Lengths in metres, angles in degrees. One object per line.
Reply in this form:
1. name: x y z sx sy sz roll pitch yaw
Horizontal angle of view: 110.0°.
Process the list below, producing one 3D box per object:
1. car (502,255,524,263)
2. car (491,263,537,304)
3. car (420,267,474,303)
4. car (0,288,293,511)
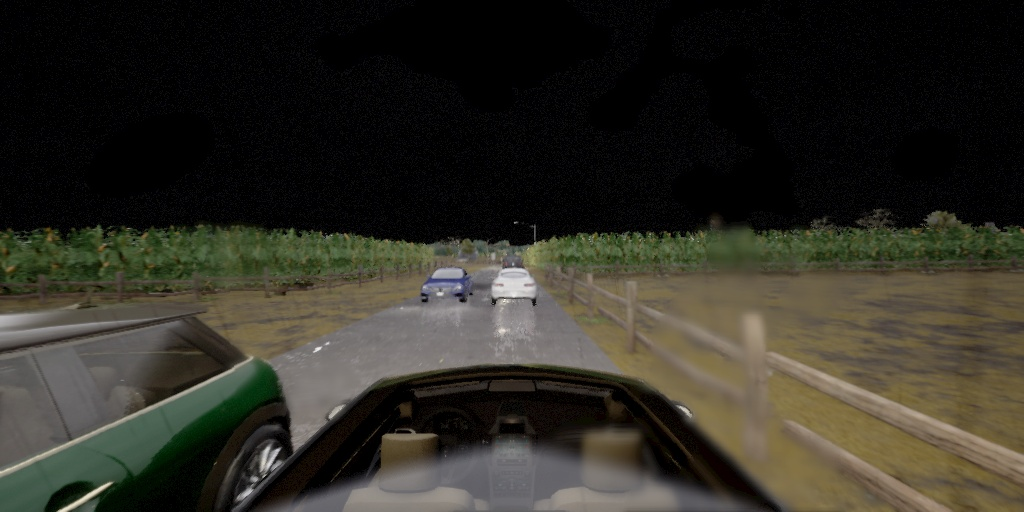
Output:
1. car: 0.110 0.916 38.043 2.150 2.045 5.566 0 0 0
2. car: 0.083 1.228 15.741 1.812 1.442 4.674 0 0 0
3. car: -2.810 1.227 16.397 1.812 1.442 4.674 0 0 0
4. car: -2.821 1.105 0.965 2.097 1.767 4.553 0 0 0
